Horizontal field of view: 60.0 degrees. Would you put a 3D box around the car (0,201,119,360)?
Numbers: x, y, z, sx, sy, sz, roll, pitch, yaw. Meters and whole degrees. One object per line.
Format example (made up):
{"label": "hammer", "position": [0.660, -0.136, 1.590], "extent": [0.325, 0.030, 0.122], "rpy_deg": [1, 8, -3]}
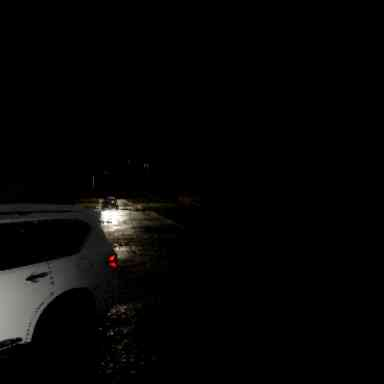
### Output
{"label": "car", "position": [-3.377, 1.217, 3.898], "extent": [2.150, 2.045, 5.566], "rpy_deg": [5, 2, 35]}

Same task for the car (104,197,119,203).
{"label": "car", "position": [-10.023, 1.429, 40.749], "extent": [2.128, 1.511, 4.902], "rpy_deg": [0, 0, -15]}
